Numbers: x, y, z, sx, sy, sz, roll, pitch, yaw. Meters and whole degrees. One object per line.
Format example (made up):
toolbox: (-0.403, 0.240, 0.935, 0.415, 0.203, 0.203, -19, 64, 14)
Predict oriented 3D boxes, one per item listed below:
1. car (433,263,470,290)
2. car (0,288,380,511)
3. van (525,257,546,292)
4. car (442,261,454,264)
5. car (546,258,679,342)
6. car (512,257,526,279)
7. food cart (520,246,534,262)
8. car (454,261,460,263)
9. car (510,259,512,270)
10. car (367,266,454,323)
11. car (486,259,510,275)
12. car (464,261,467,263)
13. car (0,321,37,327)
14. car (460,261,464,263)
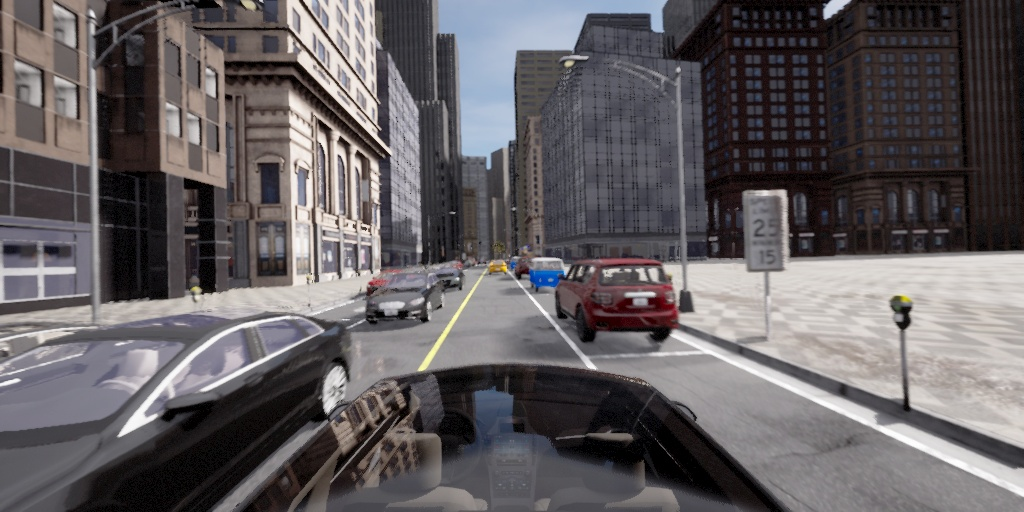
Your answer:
car: (-3.973, 1.392, 22.516, 1.994, 1.385, 4.181, -2, 0, -3)
car: (-3.084, 1.328, 3.097, 2.128, 1.511, 4.902, -2, 0, -2)
van: (1.916, 1.004, 20.341, 1.690, 1.789, 3.998, 0, 0, -3)
car: (-7.361, 1.465, 36.314, 2.007, 1.370, 4.403, 0, 0, -3)
car: (2.425, 0.981, 9.434, 2.192, 1.841, 5.009, 0, 0, -3)
car: (1.407, 0.982, 31.250, 2.192, 1.841, 5.009, 0, 0, -3)
food cart: (2.988, 0.104, 61.009, 2.280, 3.560, 4.660, 0, 0, -3)
car: (-7.615, 1.471, 41.767, 2.007, 1.370, 4.403, 0, 0, -3)
car: (1.153, 1.222, 36.704, 2.007, 1.370, 4.403, 0, 0, -3)
car: (-3.511, 1.321, 12.514, 2.128, 1.511, 4.902, -2, 0, -3)
car: (-1.591, 1.227, 39.948, 1.882, 1.535, 5.008, -2, 0, -3)
car: (-8.124, 1.487, 52.673, 1.888, 1.381, 4.507, 0, 0, -3)
car: (-5.834, 1.463, 3.593, 2.007, 1.370, 4.403, 0, 0, -3)
car: (-7.869, 1.370, 47.220, 1.967, 1.591, 4.097, 0, 0, -3)
